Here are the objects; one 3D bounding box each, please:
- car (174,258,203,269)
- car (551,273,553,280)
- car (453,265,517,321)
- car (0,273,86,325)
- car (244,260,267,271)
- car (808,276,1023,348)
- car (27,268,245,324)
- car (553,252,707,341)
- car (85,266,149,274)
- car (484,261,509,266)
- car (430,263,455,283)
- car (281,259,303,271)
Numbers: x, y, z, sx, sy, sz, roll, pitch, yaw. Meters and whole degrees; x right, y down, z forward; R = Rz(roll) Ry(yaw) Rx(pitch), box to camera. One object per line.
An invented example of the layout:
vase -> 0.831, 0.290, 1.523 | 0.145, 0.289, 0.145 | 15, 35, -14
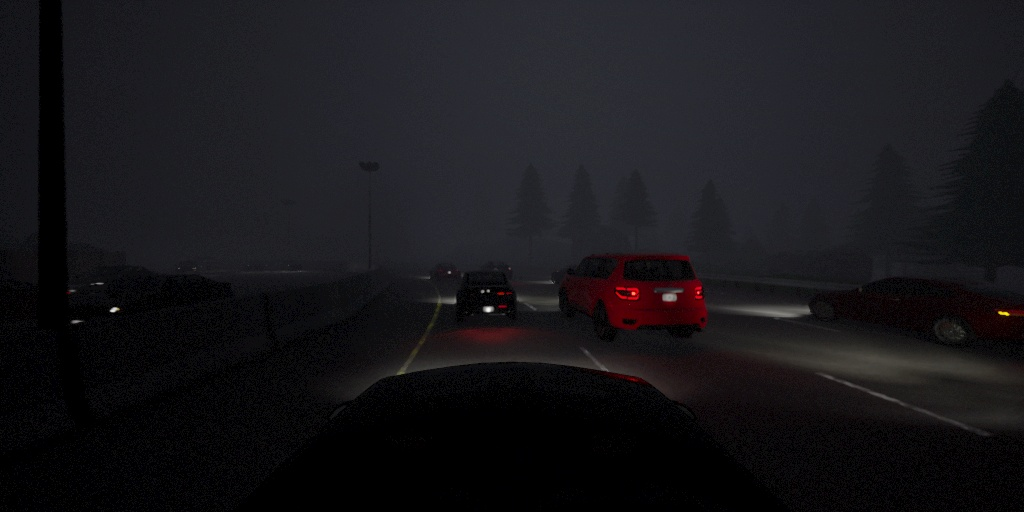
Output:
car -> -36.363, 1.274, 40.238 | 1.837, 1.490, 4.892 | 0, 0, -39
car -> 4.163, 1.205, 22.453 | 2.033, 1.411, 5.357 | 0, 0, -15
car -> -0.974, 1.221, 12.415 | 1.837, 1.490, 4.892 | 0, 0, -7
car -> -14.884, 1.349, 9.743 | 1.994, 1.385, 4.181 | 0, 0, -9
car -> -34.336, 1.209, 47.920 | 5.008, 1.535, 1.882 | 0, 0, 44
car -> 9.989, 1.207, 8.884 | 1.812, 1.442, 4.674 | 0, 0, -4
car -> -11.580, 1.311, 11.846 | 2.033, 1.411, 5.357 | 0, 0, -9
car -> 2.914, 0.929, 9.972 | 2.150, 2.045, 5.566 | 0, 0, -6
car -> -20.294, 1.269, 18.294 | 2.128, 1.511, 4.902 | 0, 0, -17
car -> -1.408, 1.151, 28.391 | 2.128, 1.511, 4.902 | 0, 0, -19
car -> -5.555, 1.237, 29.565 | 1.994, 1.385, 4.181 | 0, 0, -21
car -> -29.455, 1.215, 47.885 | 1.837, 1.490, 4.892 | 0, 0, -43
